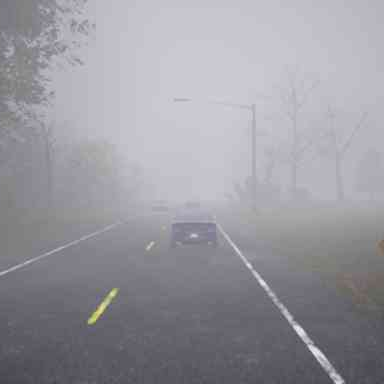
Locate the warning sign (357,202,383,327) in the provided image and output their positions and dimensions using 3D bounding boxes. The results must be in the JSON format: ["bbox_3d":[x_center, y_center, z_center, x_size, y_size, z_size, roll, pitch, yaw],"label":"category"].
[{"bbox_3d":[3.565,1.119,5.285,1.300,1.860,1.060,1,1,0],"label":"warning sign"}]

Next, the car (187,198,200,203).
[{"bbox_3d":[0.083,1.566,31.935,1.994,1.385,4.181,0,0,0],"label":"car"}]

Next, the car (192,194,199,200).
[{"bbox_3d":[1.021,1.377,90.503,1.801,1.575,5.366,0,0,0],"label":"car"}]

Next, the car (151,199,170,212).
[{"bbox_3d":[-3.609,1.545,38.840,2.033,1.411,5.357,0,0,0],"label":"car"}]

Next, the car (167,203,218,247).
[{"bbox_3d":[0.088,1.483,14.980,1.882,1.535,5.008,0,0,0],"label":"car"}]

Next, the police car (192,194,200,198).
[{"bbox_3d":[1.024,1.368,80.422,1.930,1.638,5.238,0,0,0],"label":"police car"}]
